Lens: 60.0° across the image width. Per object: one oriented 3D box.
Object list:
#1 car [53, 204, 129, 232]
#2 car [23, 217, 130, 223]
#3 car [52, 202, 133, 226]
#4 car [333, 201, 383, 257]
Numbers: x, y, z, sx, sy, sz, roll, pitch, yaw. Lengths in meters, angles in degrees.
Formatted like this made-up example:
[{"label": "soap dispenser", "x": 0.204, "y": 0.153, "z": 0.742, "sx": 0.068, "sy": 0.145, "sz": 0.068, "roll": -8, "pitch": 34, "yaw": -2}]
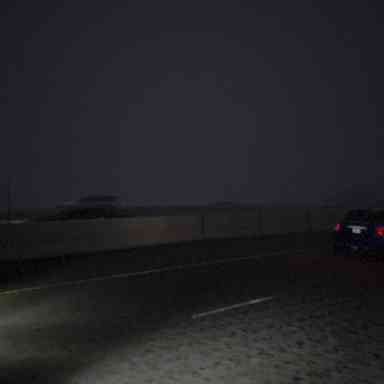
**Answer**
[{"label": "car", "x": -6.254, "y": 1.540, "z": 20.715, "sx": 4.181, "sy": 1.385, "sz": 1.994, "roll": 0, "pitch": 0, "yaw": -33}, {"label": "car", "x": -5.873, "y": 1.484, "z": 16.778, "sx": 4.892, "sy": 1.490, "sz": 1.837, "roll": 0, "pitch": 0, "yaw": -34}, {"label": "car", "x": -7.212, "y": 1.520, "z": 24.308, "sx": 5.357, "sy": 1.411, "sz": 2.033, "roll": 0, "pitch": 0, "yaw": -33}, {"label": "car", "x": 7.478, "y": 1.364, "z": 12.548, "sx": 4.553, "sy": 1.767, "sz": 2.097, "roll": 0, "pitch": 0, "yaw": -31}]
